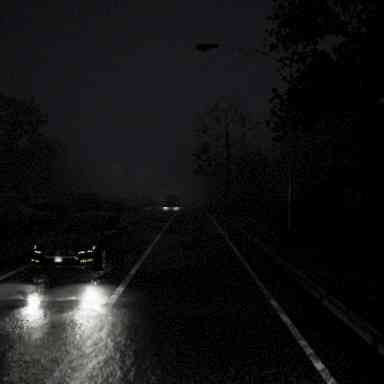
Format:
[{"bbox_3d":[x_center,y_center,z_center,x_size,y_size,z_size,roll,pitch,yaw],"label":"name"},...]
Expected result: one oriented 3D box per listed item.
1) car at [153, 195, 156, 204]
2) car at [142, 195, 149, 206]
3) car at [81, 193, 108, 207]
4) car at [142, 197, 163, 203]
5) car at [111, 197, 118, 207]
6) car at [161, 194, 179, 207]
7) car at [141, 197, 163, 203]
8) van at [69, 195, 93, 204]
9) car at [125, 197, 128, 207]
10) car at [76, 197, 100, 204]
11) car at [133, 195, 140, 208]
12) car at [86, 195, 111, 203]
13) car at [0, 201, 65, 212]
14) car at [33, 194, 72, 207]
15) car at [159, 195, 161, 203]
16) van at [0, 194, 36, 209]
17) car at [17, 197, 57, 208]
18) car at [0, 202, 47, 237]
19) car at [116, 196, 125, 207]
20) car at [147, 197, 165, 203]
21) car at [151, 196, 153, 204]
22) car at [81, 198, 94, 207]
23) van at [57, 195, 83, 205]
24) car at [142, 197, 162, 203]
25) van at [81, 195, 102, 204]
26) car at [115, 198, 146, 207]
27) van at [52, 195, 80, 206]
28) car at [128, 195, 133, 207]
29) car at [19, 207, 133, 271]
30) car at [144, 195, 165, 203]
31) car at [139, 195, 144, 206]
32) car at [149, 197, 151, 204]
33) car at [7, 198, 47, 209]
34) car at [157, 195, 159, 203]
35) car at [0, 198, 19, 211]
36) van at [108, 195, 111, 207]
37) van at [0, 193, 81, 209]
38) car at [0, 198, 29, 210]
[{"bbox_3d":[-10.292,1.807,66.707,4.792,1.488,2.163,0,-1,0],"label":"car"},{"bbox_3d":[-10.091,1.622,52.826,5.366,1.575,1.946,0,-1,0],"label":"car"},{"bbox_3d":[-10.330,1.099,27.845,5.566,2.045,2.435,0,-1,0],"label":"car"},{"bbox_3d":[-10.426,2.152,88.902,5.366,1.575,1.946,0,-1,0],"label":"car"},{"bbox_3d":[-10.299,1.451,33.394,4.674,1.452,2.002,0,-1,0],"label":"car"},{"bbox_3d":[-3.317,1.366,54.544,2.150,2.045,5.566,0,-1,0],"label":"car"},{"bbox_3d":[-10.061,2.043,83.351,5.366,1.575,1.946,0,-1,0],"label":"car"},{"bbox_3d":[-23.232,1.585,69.574,4.442,1.987,1.878,0,-1,0],"label":"van"},{"bbox_3d":[-10.259,1.347,38.948,4.553,1.767,2.185,0,-1,0],"label":"car"},{"bbox_3d":[-23.364,1.917,74.962,4.792,1.488,2.163,0,-1,0],"label":"car"},{"bbox_3d":[-10.100,1.530,44.498,5.366,1.575,1.946,0,-1,0],"label":"car"},{"bbox_3d":[-23.355,1.794,83.400,5.566,2.045,2.435,0,-1,0],"label":"car"},{"bbox_3d":[-10.313,1.418,19.534,4.674,1.452,2.002,0,0,0],"label":"car"},{"bbox_3d":[-23.326,1.404,55.709,5.566,2.045,2.435,0,-1,0],"label":"car"},{"bbox_3d":[-10.440,1.887,75.026,5.366,1.575,1.946,0,-1,0],"label":"car"},{"bbox_3d":[-23.482,1.306,44.503,4.442,1.987,1.878,0,-1,0],"label":"van"},{"bbox_3d":[-23.354,1.594,50.165,5.008,1.535,2.097,0,-1,0],"label":"car"},{"bbox_3d":[-10.283,1.421,16.756,4.792,1.488,2.163,0,0,0],"label":"car"},{"bbox_3d":[-10.288,1.442,36.170,5.008,1.535,2.097,0,-1,0],"label":"car"},{"bbox_3d":[-10.241,2.264,94.453,5.008,1.535,2.097,0,-1,0],"label":"car"},{"bbox_3d":[-10.239,1.746,61.154,4.792,1.488,2.163,0,-1,0],"label":"car"},{"bbox_3d":[-10.334,1.379,25.092,4.792,1.488,2.163,0,0,0],"label":"car"},{"bbox_3d":[-23.462,1.521,64.019,4.442,1.987,1.878,0,-1,0],"label":"van"},{"bbox_3d":[-10.250,2.101,86.126,4.892,1.521,2.231,0,-1,0],"label":"car"},{"bbox_3d":[-23.449,1.710,77.737,4.442,1.987,1.878,0,-1,0],"label":"van"},{"bbox_3d":[-10.245,1.685,55.602,4.792,1.488,2.163,0,-1,0],"label":"car"},{"bbox_3d":[-23.231,1.490,61.248,4.442,1.987,1.878,0,-1,0],"label":"van"},{"bbox_3d":[-10.257,1.377,41.724,4.553,1.767,2.185,0,-1,0],"label":"car"},{"bbox_3d":[-3.345,1.441,10.751,1.837,1.490,4.892,0,0,0],"label":"car"},{"bbox_3d":[-10.267,1.958,91.683,5.566,2.045,2.435,0,-1,0],"label":"car"},{"bbox_3d":[-10.286,1.595,50.050,4.892,1.521,2.231,0,-1,0],"label":"car"},{"bbox_3d":[-10.242,1.715,58.378,4.792,1.488,2.163,0,-1,0],"label":"car"},{"bbox_3d":[-23.365,1.603,47.270,4.674,1.452,2.002,0,-1,0],"label":"car"},{"bbox_3d":[-10.252,1.848,72.259,4.892,1.521,2.231,0,-1,0],"label":"car"},{"bbox_3d":[-23.365,1.472,39.085,5.008,1.535,2.097,0,-1,0],"label":"car"},{"bbox_3d":[-10.182,1.155,30.620,4.442,1.987,1.878,0,-1,0],"label":"van"},{"bbox_3d":[-10.191,1.138,22.308,4.442,1.987,1.878,0,0,0],"label":"van"},{"bbox_3d":[-23.365,1.543,41.856,4.674,1.452,2.002,0,-1,0],"label":"car"}]
